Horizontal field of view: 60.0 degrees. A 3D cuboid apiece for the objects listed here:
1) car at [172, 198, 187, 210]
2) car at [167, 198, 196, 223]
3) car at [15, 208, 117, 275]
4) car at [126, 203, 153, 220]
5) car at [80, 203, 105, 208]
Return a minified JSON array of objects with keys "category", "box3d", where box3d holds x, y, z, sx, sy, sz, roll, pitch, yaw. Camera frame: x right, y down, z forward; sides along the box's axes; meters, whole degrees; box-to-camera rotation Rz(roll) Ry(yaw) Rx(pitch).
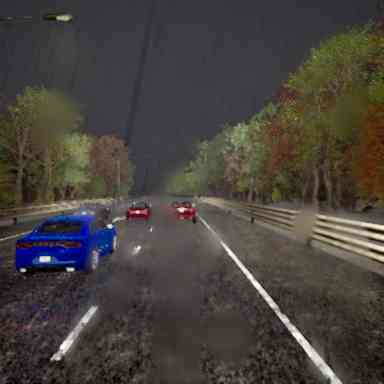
[{"category":"car","box3d":[-1.714,1.561,43.590,1.812,1.442,4.674,-1,0,-3]},{"category":"car","box3d":[-0.826,1.351,25.861,2.097,1.767,4.553,-1,0,-3]},{"category":"car","box3d":[-3.714,1.502,10.676,1.882,1.535,5.008,-1,0,-2]},{"category":"car","box3d":[-4.452,1.600,28.677,1.994,1.385,4.181,-1,0,-3]},{"category":"car","box3d":[-7.844,1.612,26.367,2.033,1.411,5.357,-1,0,-2]}]
